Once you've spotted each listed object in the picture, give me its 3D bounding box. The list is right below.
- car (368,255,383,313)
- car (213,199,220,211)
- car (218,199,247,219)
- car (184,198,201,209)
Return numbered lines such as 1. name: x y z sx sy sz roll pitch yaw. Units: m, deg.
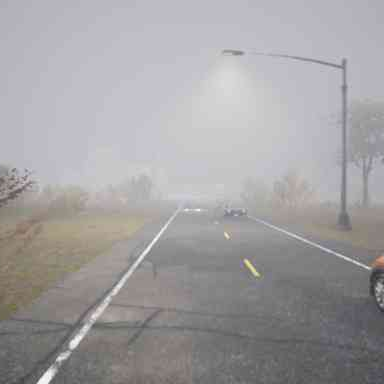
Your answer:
1. car: 4.555 1.369 4.776 2.097 1.767 4.553 0 0 0
2. car: 3.599 1.532 40.432 2.033 1.411 5.357 0 0 0
3. car: 3.626 1.602 29.376 1.895 1.301 4.718 0 0 1
4. car: 0.043 1.490 44.323 1.812 1.442 4.674 0 0 -1
